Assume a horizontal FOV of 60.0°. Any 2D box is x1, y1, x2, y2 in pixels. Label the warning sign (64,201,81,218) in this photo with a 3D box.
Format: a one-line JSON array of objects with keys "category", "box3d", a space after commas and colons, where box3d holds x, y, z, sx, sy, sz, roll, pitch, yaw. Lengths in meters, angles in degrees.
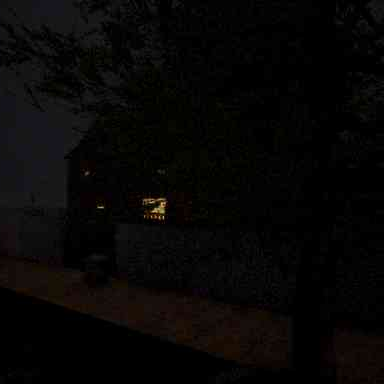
[{"category": "warning sign", "box3d": [-13.405, 1.928, 37.336, 1.300, 1.860, 1.060, 2, 1, 20]}]
